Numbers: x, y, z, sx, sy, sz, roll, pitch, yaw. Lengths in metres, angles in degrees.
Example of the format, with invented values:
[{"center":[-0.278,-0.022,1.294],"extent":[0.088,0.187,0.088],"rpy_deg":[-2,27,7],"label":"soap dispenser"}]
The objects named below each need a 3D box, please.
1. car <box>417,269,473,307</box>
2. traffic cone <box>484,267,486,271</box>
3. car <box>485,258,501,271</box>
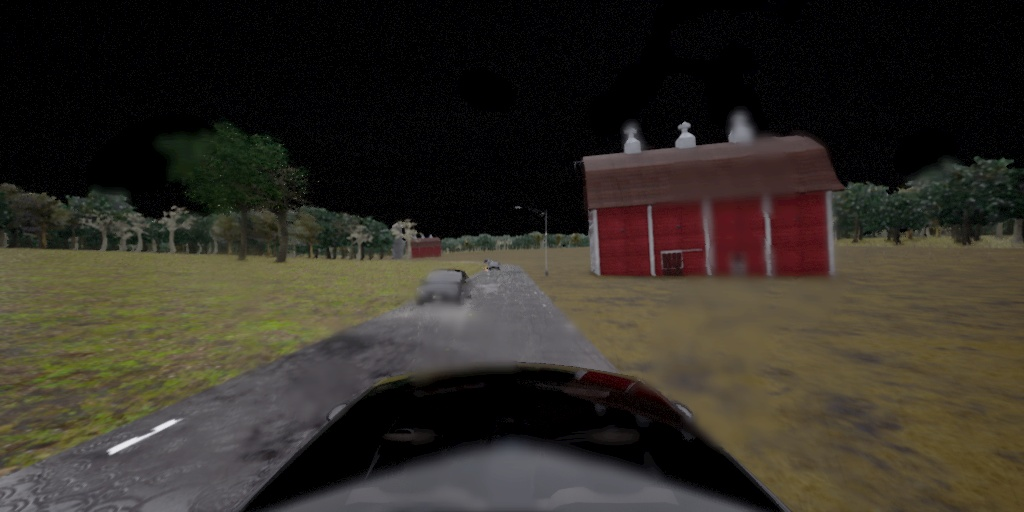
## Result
[{"center":[-2.845,1.357,16.069],"extent":[1.837,1.490,4.892],"rpy_deg":[0,0,0],"label":"car"},{"center":[-4.057,1.938,54.379],"extent":[0.340,0.580,0.340],"rpy_deg":[0,0,-44],"label":"traffic cone"},{"center":[-2.787,1.526,56.484],"extent":[1.837,1.490,4.892],"rpy_deg":[0,0,0],"label":"car"}]
